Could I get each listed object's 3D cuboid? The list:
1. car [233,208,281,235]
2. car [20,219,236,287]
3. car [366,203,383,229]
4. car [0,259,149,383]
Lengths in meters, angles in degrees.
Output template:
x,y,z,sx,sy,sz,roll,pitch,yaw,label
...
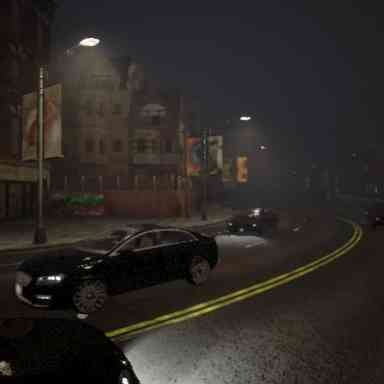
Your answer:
x,y,z,sx,sy,sz,roll,pitch,yaw,label
3.928,1.664,20.126,2.033,1.411,5.357,0,0,29,car
-1.417,1.534,7.818,4.902,1.511,2.128,0,0,-44,car
12.862,1.686,22.275,2.033,1.411,5.357,0,0,24,car
-2.414,1.574,2.227,4.181,1.385,1.994,0,0,-36,car
